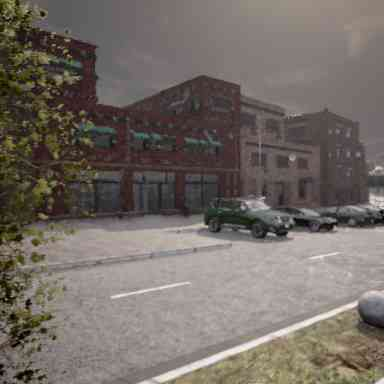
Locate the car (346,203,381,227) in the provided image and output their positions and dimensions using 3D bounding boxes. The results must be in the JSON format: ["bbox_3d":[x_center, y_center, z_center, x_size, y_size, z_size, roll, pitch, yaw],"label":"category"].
[{"bbox_3d":[11.459,1.817,25.885,2.231,1.521,4.892,1,-1,-41],"label":"car"}]

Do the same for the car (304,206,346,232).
[{"bbox_3d":[7.242,1.736,22.218,2.163,1.488,4.792,1,-1,-40],"label":"car"}]

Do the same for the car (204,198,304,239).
[{"bbox_3d":[3.026,1.365,18.748,2.435,2.045,5.566,1,-1,-38],"label":"car"}]

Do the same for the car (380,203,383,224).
[{"bbox_3d":[13.476,1.897,27.728,2.163,1.488,4.792,1,-1,-42],"label":"car"}]
